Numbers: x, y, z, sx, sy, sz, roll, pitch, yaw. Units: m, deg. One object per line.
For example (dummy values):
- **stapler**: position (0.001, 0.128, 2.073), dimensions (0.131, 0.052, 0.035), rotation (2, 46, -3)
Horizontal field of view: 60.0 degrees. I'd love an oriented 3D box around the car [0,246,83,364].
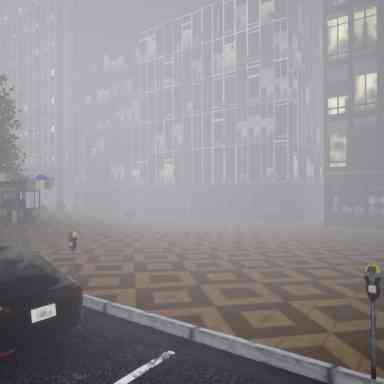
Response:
- **car**: position (-3.568, 1.566, 5.417), dimensions (4.313, 1.339, 1.947), rotation (0, 0, 35)
